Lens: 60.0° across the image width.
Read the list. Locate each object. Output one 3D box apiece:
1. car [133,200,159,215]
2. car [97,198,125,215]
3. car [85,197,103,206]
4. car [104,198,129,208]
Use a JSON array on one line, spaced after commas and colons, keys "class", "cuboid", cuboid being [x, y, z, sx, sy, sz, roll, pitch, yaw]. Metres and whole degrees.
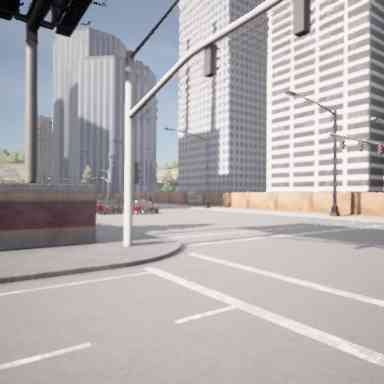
[{"class": "car", "cuboid": [-5.441, 1.647, 37.127, 1.882, 1.535, 5.008, 1, 0, -35]}, {"class": "car", "cuboid": [-9.191, 1.486, 36.373, 2.097, 1.767, 4.553, 1, 0, -35]}, {"class": "car", "cuboid": [-18.037, 1.733, 61.170, 1.812, 1.442, 4.674, 1, 0, -35]}, {"class": "car", "cuboid": [-11.983, 1.698, 52.693, 2.128, 1.511, 4.902, 1, 0, -35]}]
